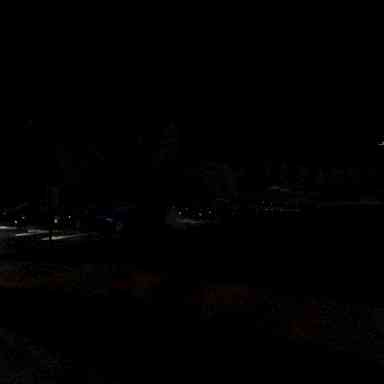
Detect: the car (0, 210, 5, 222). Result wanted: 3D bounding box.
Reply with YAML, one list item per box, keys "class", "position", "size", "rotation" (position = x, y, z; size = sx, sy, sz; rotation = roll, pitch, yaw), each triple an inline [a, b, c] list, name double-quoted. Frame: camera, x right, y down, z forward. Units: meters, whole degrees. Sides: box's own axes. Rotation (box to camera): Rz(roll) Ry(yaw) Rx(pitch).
- class: "car"
  position: [-12.614, 1.524, 25.742]
  size: [1.812, 1.442, 4.674]
  rotation: [0, 0, 36]

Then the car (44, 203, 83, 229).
- class: "car"
  position: [-6.725, 1.490, 21.938]
  size: [2.128, 1.511, 4.902]
  rotation: [0, 0, 36]

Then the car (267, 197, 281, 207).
- class: "car"
  position: [13.382, 1.506, 49.439]
  size: [1.837, 1.490, 4.892]
  rotation: [0, -1, 37]

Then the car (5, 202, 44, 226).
- class: "car"
  position: [-9.817, 1.546, 23.637]
  size: [2.033, 1.411, 5.357]
  rotation: [0, 0, 36]

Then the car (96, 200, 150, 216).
- class: "car"
  position: [-6.879, 1.545, 33.619]
  size: [2.033, 1.411, 5.357]
  rotation: [0, 0, 36]

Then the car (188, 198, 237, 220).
- class: "car"
  position: [2.068, 1.502, 28.067]
  size: [1.837, 1.490, 4.892]
  rotation: [0, 0, 36]

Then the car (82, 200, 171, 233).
- class: "car"
  position: [-3.760, 1.477, 20.064]
  size: [1.882, 1.535, 5.008]
  rotation: [0, 0, 36]

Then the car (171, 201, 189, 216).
- class: "car"
  position: [0.215, 1.600, 31.468]
  size: [1.895, 1.301, 4.718]
  rotation: [0, 0, 36]

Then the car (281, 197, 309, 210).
- class: "car"
  position: [14.037, 1.476, 44.443]
  size: [1.882, 1.535, 5.008]
  rotation: [0, 0, 37]

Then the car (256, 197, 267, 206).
- class: "car"
  position: [12.003, 1.510, 53.447]
  size: [1.837, 1.490, 4.892]
  rotation: [0, 0, 36]

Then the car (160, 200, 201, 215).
- class: "car"
  position: [-1.165, 1.599, 35.519]
  size: [1.895, 1.301, 4.718]
  rotation: [0, 0, 36]
